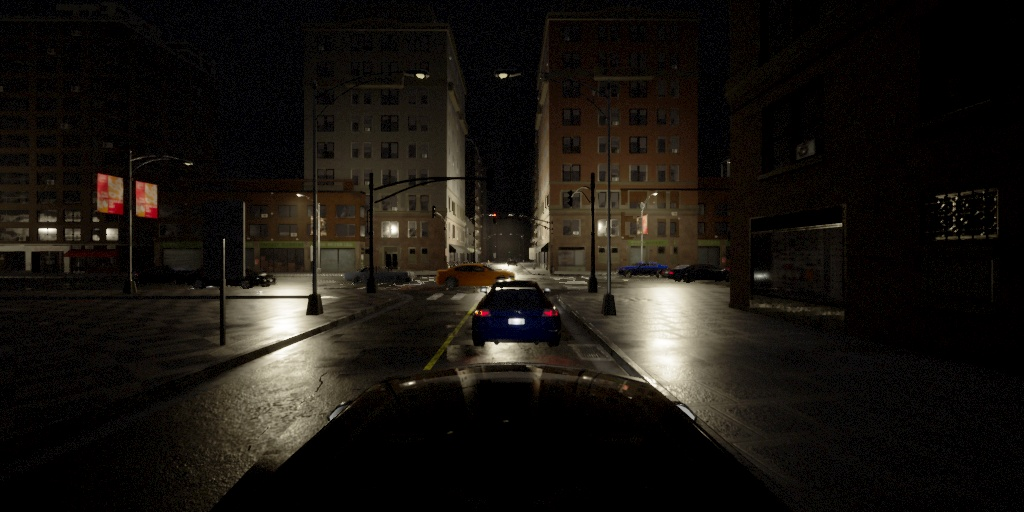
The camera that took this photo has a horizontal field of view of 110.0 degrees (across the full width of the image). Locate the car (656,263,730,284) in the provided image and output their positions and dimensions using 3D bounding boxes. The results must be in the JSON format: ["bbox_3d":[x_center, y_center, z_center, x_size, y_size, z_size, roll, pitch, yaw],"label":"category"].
[{"bbox_3d":[13.719,1.233,26.045,5.357,1.411,2.033,0,0,0],"label":"car"}]

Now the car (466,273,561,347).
[{"bbox_3d":[0.098,1.314,9.373,1.994,1.385,4.181,0,0,0],"label":"car"}]

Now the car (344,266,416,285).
[{"bbox_3d":[-9.423,1.378,25.936,4.718,1.301,1.895,0,0,0],"label":"car"}]

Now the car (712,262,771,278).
[{"bbox_3d":[20.905,1.224,32.772,4.181,1.385,1.994,0,0,0],"label":"car"}]

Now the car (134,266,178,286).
[{"bbox_3d":[-24.452,1.401,25.868,4.181,1.385,1.994,0,0,0],"label":"car"}]

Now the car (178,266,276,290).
[{"bbox_3d":[-17.650,1.316,22.648,4.892,1.490,1.837,0,0,0],"label":"car"}]

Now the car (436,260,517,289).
[{"bbox_3d":[-2.277,1.226,22.720,5.008,1.535,1.882,0,0,0],"label":"car"}]

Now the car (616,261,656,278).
[{"bbox_3d":[11.866,1.217,32.735,4.674,1.442,1.812,0,0,0],"label":"car"}]
